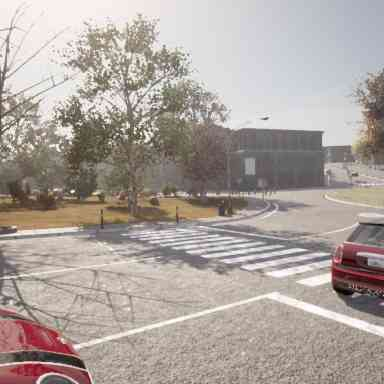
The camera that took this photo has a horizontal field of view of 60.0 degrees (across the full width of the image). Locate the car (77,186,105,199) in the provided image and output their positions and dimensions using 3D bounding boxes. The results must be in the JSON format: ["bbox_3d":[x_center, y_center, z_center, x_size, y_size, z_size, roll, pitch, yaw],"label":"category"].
[{"bbox_3d":[-19.216,0.054,63.657,2.435,2.045,5.566,-2,2,17],"label":"car"}]

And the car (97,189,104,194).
[{"bbox_3d":[-14.467,0.125,60.034,2.185,1.767,4.553,-2,2,16],"label":"car"}]

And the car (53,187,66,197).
[{"bbox_3d":[-26.308,0.062,69.023,2.435,2.045,5.566,0,2,18],"label":"car"}]

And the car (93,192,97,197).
[{"bbox_3d":[-16.879,0.287,61.662,1.946,1.575,5.366,-1,2,17],"label":"car"}]

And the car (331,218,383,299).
[{"bbox_3d":[5.162,1.324,7.373,4.553,1.767,2.097,0,0,-35],"label":"car"}]

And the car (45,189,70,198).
[{"bbox_3d":[-28.652,0.294,70.883,2.231,1.521,4.892,-1,2,18],"label":"car"}]

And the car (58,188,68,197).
[{"bbox_3d":[-23.947,0.351,67.215,2.163,1.488,4.792,-1,2,17],"label":"car"}]

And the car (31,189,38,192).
[{"bbox_3d":[-33.330,0.102,74.536,2.185,1.767,4.553,0,2,18],"label":"car"}]

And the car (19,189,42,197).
[{"bbox_3d":[-37.946,0.151,78.285,2.097,1.535,5.008,0,3,19],"label":"car"}]

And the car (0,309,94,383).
[{"bbox_3d":[-2.812,1.353,1.741,4.553,1.767,2.097,0,0,-36],"label":"car"}]
